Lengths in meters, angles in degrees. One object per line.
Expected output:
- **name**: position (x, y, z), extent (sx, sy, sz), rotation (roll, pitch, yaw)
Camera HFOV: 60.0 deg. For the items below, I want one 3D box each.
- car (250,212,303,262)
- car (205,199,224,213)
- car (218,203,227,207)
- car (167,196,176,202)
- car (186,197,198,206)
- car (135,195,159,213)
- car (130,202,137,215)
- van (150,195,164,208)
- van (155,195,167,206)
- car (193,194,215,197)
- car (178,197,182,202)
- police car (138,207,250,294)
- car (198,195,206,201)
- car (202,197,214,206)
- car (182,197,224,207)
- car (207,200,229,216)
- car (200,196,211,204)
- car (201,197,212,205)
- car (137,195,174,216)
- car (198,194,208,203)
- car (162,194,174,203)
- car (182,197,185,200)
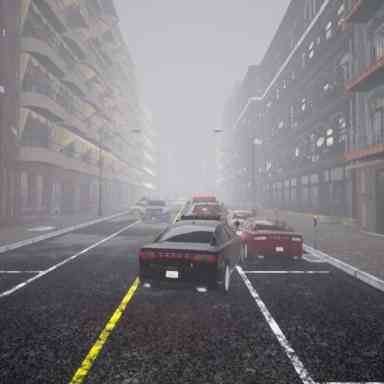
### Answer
- **car**: position (2.593, 1.554, 12.038), extent (1.887, 1.381, 4.507), rotation (1, 0, 0)
- **car**: position (2.615, 1.609, 39.692), extent (2.008, 1.369, 4.403), rotation (1, 0, 0)
- **car**: position (2.598, 1.541, 17.740), extent (1.752, 1.417, 4.829), rotation (1, 0, 0)
- **car**: position (-5.230, 1.780, 84.005), extent (1.947, 1.339, 4.313), rotation (1, 0, 0)
- **car**: position (0.048, 1.606, 59.428), extent (2.128, 1.511, 4.902), rotation (0, 0, 0)
- **car**: position (-5.258, 1.373, 39.762), extent (2.192, 1.841, 5.009), rotation (2, 0, 0)
- **car**: position (-5.269, 1.571, 34.060), extent (1.752, 1.417, 4.829), rotation (2, 0, 0)
- **van**: position (-5.250, 1.428, 50.821), extent (1.690, 1.788, 3.998), rotation (2, 0, 0)
- **van**: position (-5.246, 1.446, 56.353), extent (1.690, 1.788, 3.998), rotation (1, 0, 0)
- **car**: position (0.844, 1.252, 24.743), extent (2.150, 2.045, 5.566), rotation (0, 0, 0)
- **car**: position (-2.679, 1.830, 87.000), extent (1.895, 1.301, 4.718), rotation (0, 0, 0)
- **police car**: position (0.282, 1.431, 9.089), extent (1.930, 1.638, 5.238), rotation (0, 0, 15)
- **car**: position (2.624, 1.681, 89.471), extent (1.967, 1.590, 4.097), rotation (1, 0, 0)
- **car**: position (2.629, 1.649, 56.284), extent (1.887, 1.381, 4.507), rotation (1, 0, 0)
- **car**: position (0.703, 1.368, 18.633), extent (2.097, 1.767, 4.553), rotation (0, 0, -3)
- **car**: position (2.611, 1.591, 34.160), extent (1.887, 1.381, 4.507), rotation (1, 0, 0)
- **car**: position (2.648, 1.585, 67.346), extent (1.967, 1.590, 4.097), rotation (1, 0, 0)
- **car**: position (2.634, 1.668, 61.814), extent (1.887, 1.381, 4.507), rotation (1, 0, 0)
- **car**: position (-2.829, 1.383, 26.851), extent (2.097, 1.767, 4.553), rotation (0, 0, 0)
- **car**: position (2.618, 1.504, 78.408), extent (2.192, 1.841, 5.009), rotation (1, 0, 0)
- **car**: position (-5.232, 1.482, 72.943), extent (2.192, 1.841, 5.009), rotation (1, 0, 0)
- **car**: position (0.045, 1.635, 45.245), extent (1.994, 1.385, 4.181), rotation (0, 0, 1)
